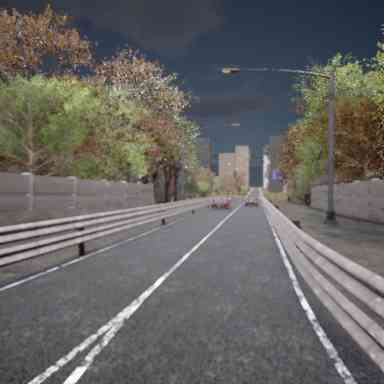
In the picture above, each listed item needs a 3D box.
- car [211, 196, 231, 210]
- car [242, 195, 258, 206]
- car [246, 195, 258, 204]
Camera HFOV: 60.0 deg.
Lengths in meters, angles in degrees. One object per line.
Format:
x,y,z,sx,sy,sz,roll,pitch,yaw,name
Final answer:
3.443,1.263,39.088,1.882,1.535,5.008,0,0,11,car
8.757,1.351,49.002,2.033,1.411,5.357,0,0,11,car
10.708,1.336,59.096,2.128,1.511,4.902,0,0,11,car
